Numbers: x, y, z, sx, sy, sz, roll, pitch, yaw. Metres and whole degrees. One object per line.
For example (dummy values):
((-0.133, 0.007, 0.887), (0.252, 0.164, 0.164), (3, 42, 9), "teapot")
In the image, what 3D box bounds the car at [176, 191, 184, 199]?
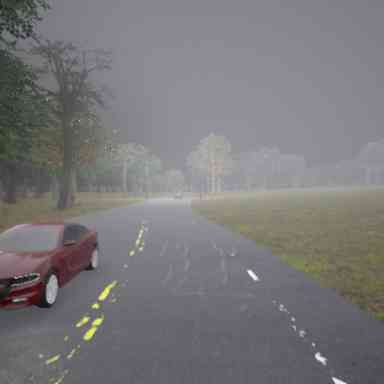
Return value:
((-3.485, 0.772, 95.222), (2.150, 2.045, 5.566), (0, 1, 0), "car")

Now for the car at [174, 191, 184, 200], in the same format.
((-3.487, 1.184, 84.765), (2.128, 1.511, 4.902), (0, 1, 0), "car")

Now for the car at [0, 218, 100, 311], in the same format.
((-3.683, 1.479, 8.106), (1.882, 1.535, 5.008), (0, 0, -1), "car")
